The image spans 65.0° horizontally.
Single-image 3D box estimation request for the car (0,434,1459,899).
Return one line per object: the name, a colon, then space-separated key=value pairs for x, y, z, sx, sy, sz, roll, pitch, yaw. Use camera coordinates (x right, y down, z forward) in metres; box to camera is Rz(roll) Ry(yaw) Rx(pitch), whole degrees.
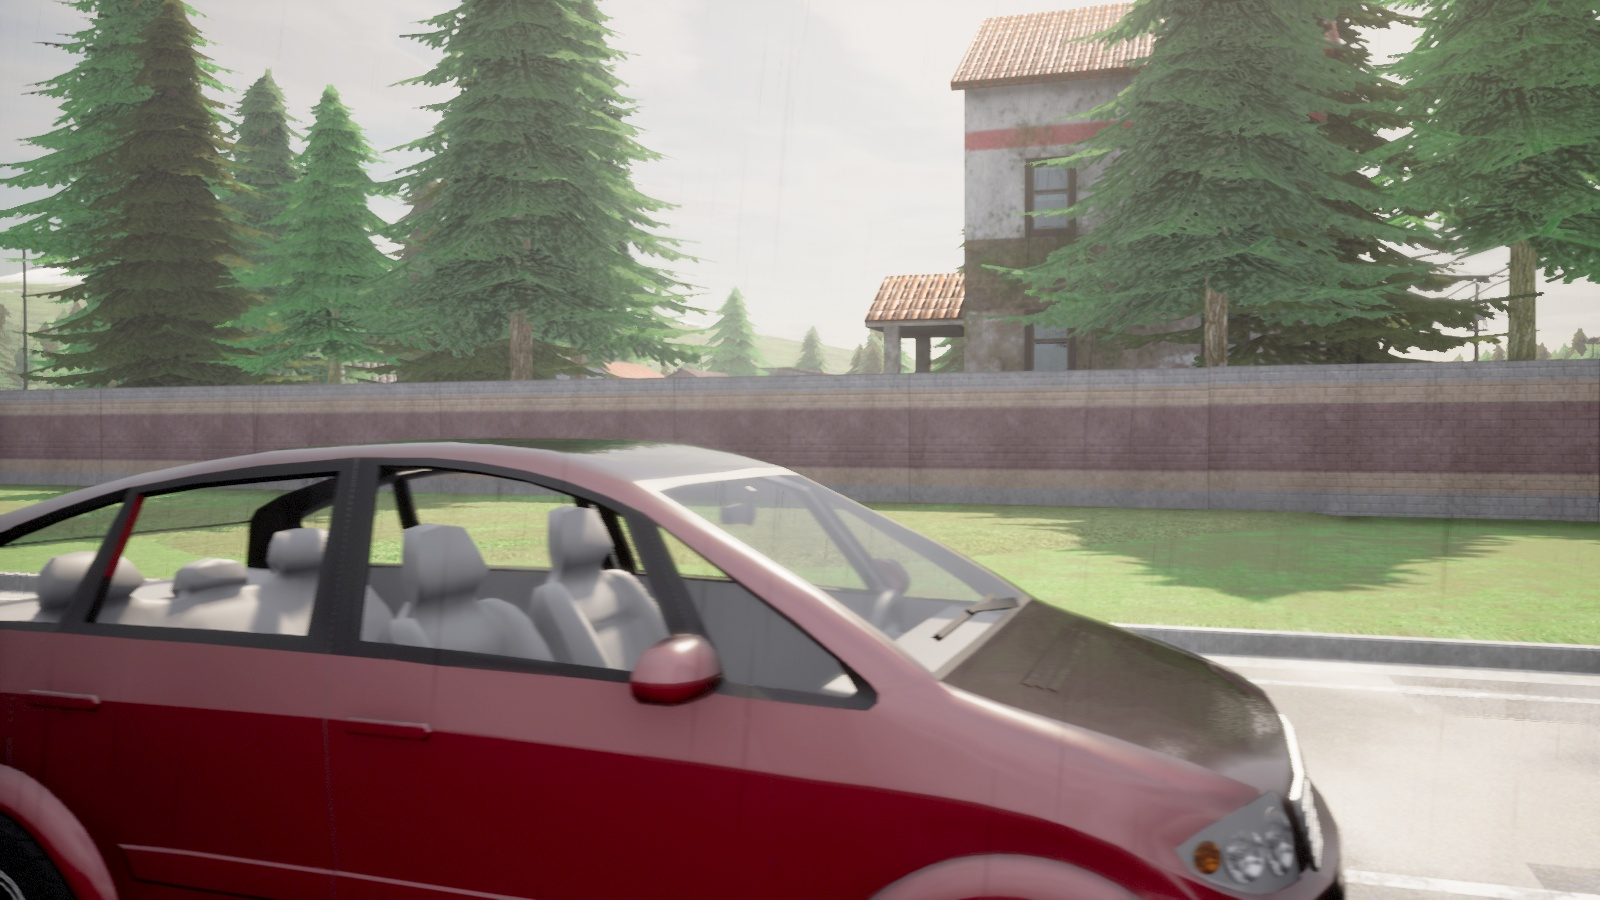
car: x=-0.477 y=0.745 z=3.353 sx=3.705 sy=1.549 sz=1.789 roll=1 pitch=1 yaw=19
